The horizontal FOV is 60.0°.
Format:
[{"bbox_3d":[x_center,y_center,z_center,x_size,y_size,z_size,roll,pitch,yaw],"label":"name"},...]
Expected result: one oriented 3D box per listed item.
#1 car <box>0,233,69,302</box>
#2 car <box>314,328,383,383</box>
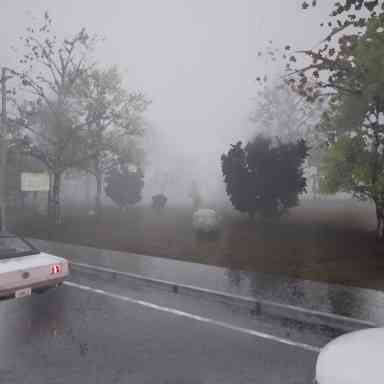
[{"bbox_3d":[-4.968,1.601,7.534,4.718,1.301,1.895,0,0,36],"label":"car"},{"bbox_3d":[3.100,1.526,1.797,4.674,1.442,1.812,0,0,35],"label":"car"}]
